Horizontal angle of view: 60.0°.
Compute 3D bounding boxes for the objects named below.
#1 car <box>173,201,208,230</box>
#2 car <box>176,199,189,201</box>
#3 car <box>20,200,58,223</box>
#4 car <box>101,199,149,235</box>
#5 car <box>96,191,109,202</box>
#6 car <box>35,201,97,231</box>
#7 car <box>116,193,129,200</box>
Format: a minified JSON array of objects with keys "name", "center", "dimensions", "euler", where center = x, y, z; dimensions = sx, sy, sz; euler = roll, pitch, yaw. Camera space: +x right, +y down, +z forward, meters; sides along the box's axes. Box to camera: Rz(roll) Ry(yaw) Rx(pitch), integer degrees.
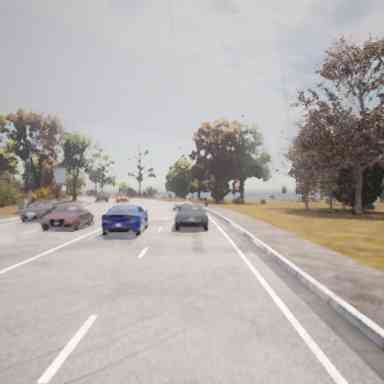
[{"name":"car","center":[-0.063,1.470,20.542],"dimensions":[1.994,1.385,4.181],"euler":[0,0,-1]},{"name":"car","center":[-1.140,1.426,38.687],"dimensions":[1.895,1.301,4.718],"euler":[0,0,-6]},{"name":"car","center":[-10.912,1.376,24.671],"dimensions":[2.128,1.511,4.902],"euler":[0,0,-2]},{"name":"car","center":[-3.502,1.394,18.089],"dimensions":[1.882,1.535,5.008],"euler":[0,0,-1]},{"name":"car","center":[-17.387,0.910,64.459],"dimensions":[2.150,2.045,5.566],"euler":[0,0,-19]},{"name":"car","center":[-7.259,1.472,19.728],"dimensions":[1.994,1.385,4.181],"euler":[0,0,-1]},{"name":"car","center":[-12.813,1.062,61.455],"dimensions":[2.097,1.767,4.553],"euler":[0,0,-16]}]
